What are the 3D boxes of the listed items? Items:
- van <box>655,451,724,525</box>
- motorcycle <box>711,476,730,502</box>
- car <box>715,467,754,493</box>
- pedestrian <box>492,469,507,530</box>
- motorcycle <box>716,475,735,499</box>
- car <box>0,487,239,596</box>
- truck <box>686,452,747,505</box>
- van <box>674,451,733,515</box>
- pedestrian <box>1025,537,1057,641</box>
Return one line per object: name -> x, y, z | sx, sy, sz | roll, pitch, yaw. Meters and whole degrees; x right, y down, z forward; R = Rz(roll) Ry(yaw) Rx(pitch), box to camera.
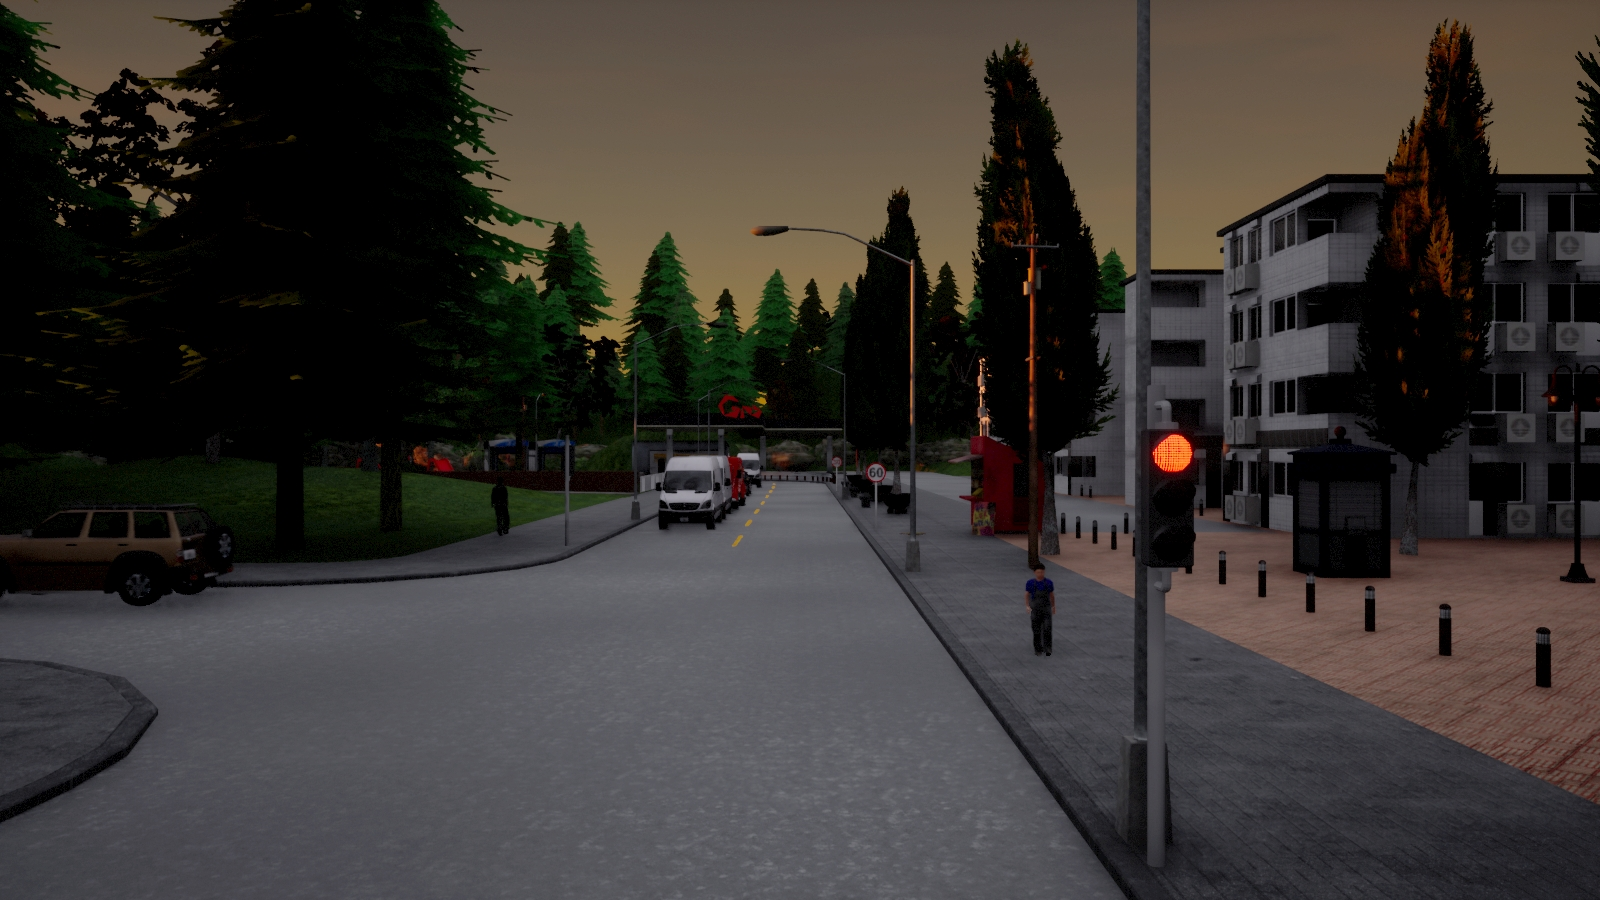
van -> -4.013, 1.307, 42.390 | 1.988, 2.561, 5.915 | 0, 0, 0
motorcycle -> -3.975, 1.953, 57.177 | 0.856, 1.236, 1.805 | 0, 0, 0
car -> -3.975, 1.816, 70.543 | 2.128, 1.511, 4.902 | 0, 0, 0
pedestrian -> -9.296, 1.519, 35.368 | 0.375, 1.860, 0.375 | 0, 0, 0
motorcycle -> -3.988, 1.975, 61.268 | 0.867, 1.251, 2.209 | 0, 0, 0
car -> -13.153, 1.640, 21.138 | 4.605, 1.855, 1.932 | 0, 0, -1
truck -> -3.995, 1.339, 55.631 | 2.627, 2.467, 5.204 | 0, 0, 0
van -> -4.007, 1.306, 48.327 | 1.988, 2.561, 5.915 | 0, 0, 0
pedestrian -> 3.134, 1.802, 14.864 | 0.375, 1.300, 0.375 | 0, 0, 7
